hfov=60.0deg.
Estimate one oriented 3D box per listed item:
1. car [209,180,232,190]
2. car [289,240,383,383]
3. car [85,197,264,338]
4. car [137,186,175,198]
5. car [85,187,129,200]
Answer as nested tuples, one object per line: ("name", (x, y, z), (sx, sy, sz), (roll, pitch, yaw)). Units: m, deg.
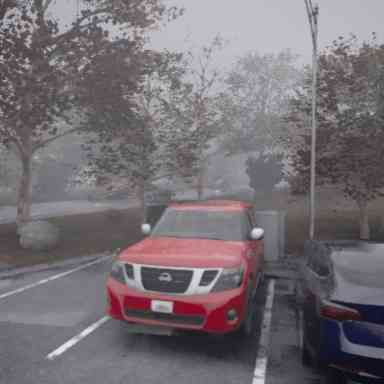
("car", (4.622, -1.150, 53.488), (1.837, 1.490, 4.892), (2, 4, 38))
("car", (2.743, 1.515, 5.504), (2.163, 1.488, 4.792), (0, -1, 15))
("car", (0.339, 1.232, 7.157), (2.435, 2.045, 5.566), (1, -1, 15))
("car", (-3.889, 0.076, 36.640), (2.128, 1.511, 4.902), (2, 4, 37))
("car", (-9.042, 0.225, 35.545), (1.882, 1.535, 5.008), (2, 4, 37))
